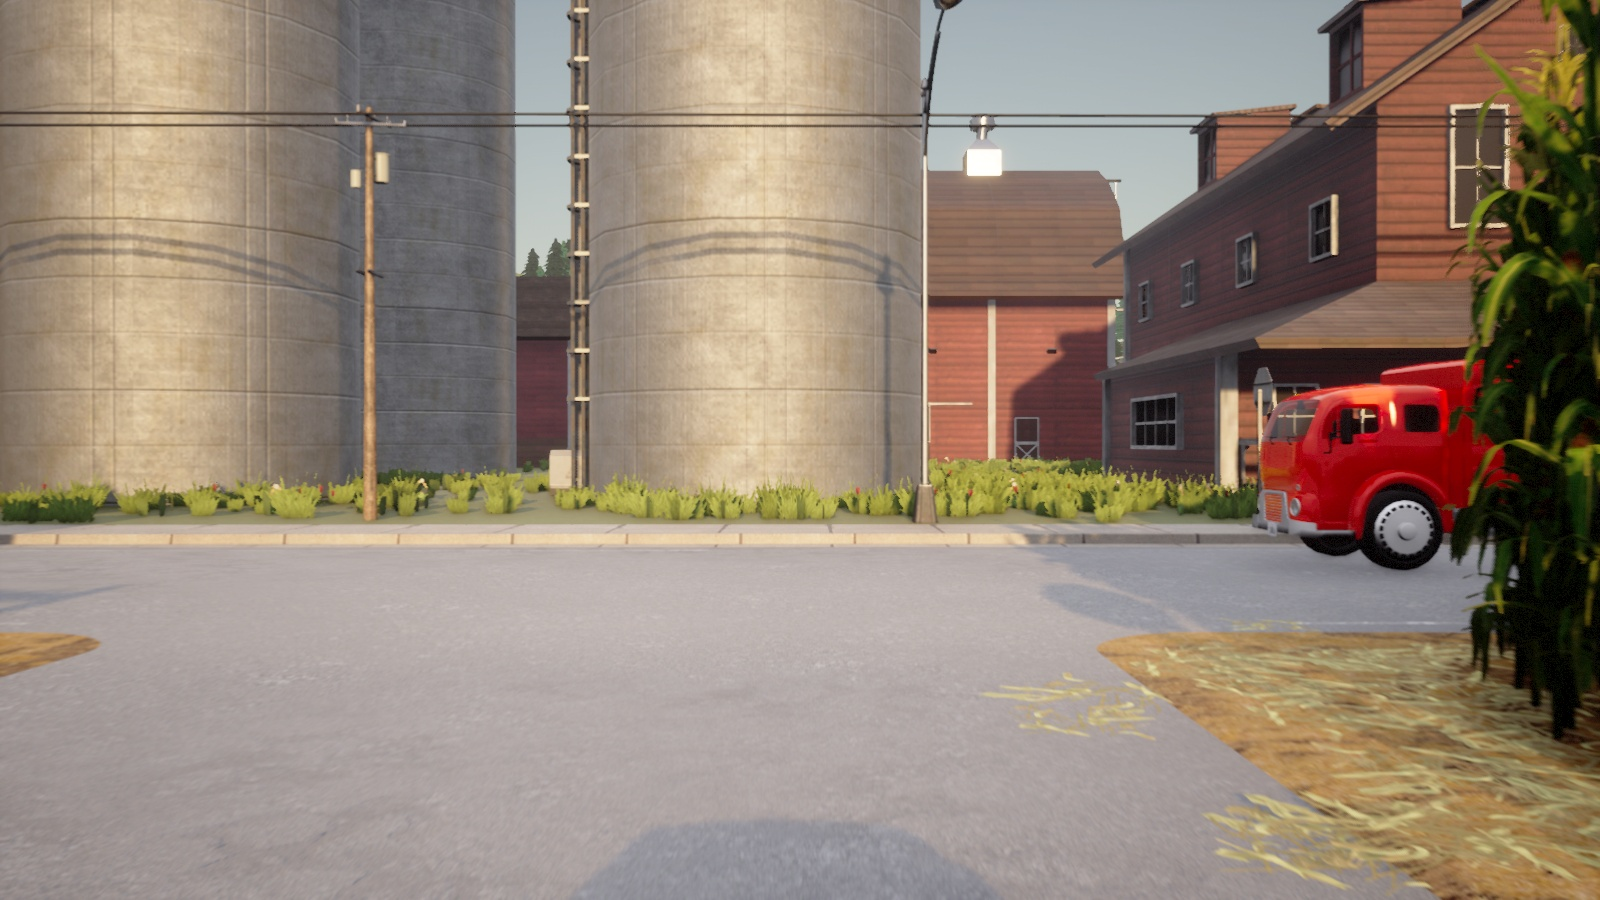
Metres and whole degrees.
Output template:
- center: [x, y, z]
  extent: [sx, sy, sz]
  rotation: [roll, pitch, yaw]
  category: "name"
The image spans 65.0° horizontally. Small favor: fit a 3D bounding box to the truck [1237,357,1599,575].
- center: [8.463, 0.175, 15.520]
  extent: [5.204, 2.467, 2.627]
  rotation: [0, 0, 0]
  category: "truck"
